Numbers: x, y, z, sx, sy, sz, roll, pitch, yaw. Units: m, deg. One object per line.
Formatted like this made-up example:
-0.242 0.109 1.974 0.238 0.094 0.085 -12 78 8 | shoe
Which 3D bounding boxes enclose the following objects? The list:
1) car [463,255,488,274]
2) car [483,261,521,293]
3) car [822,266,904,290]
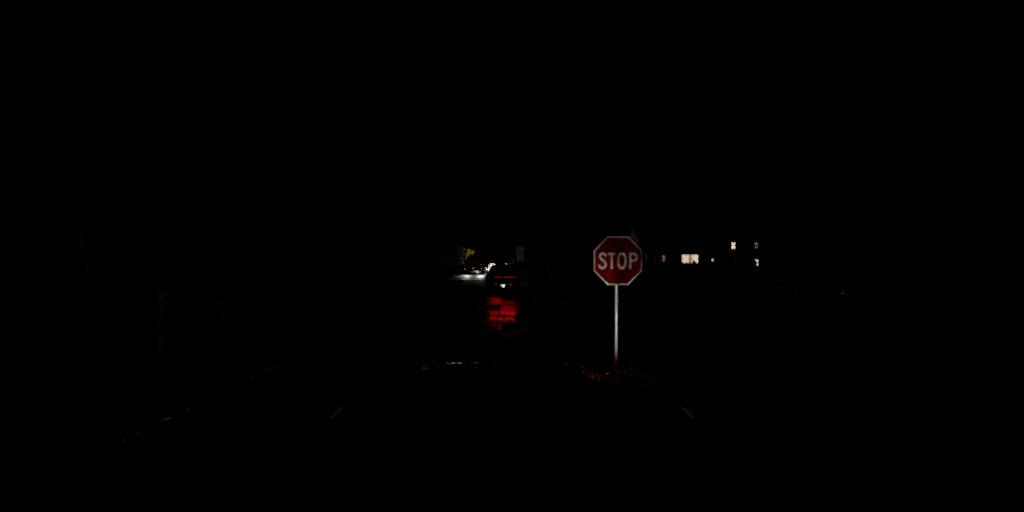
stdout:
-4.183 0.944 40.564 2.150 2.045 5.566 0 0 -2 | car
-0.538 1.243 20.727 1.837 1.490 4.892 0 0 -2 | car
23.305 1.431 23.785 5.008 1.535 1.882 0 0 -2 | car
